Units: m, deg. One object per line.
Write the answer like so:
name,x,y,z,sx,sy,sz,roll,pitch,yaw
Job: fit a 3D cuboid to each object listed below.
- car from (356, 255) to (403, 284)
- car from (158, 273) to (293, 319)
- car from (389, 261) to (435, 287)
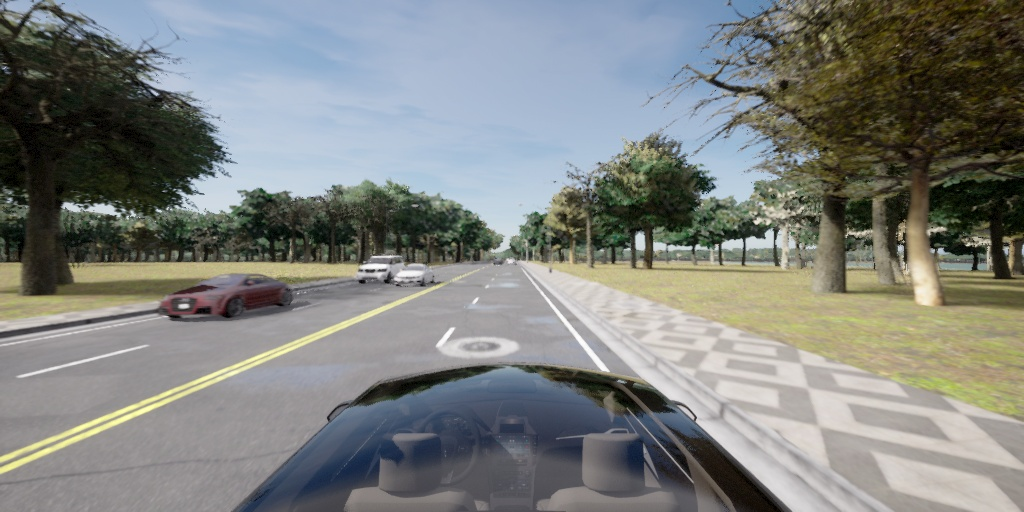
car,-9.807,0.973,27.382,2.150,2.045,5.566,0,0,-1
car,-9.812,1.313,12.721,1.994,1.385,4.181,0,0,0
car,-6.571,1.279,24.697,1.812,1.442,4.674,0,0,0
